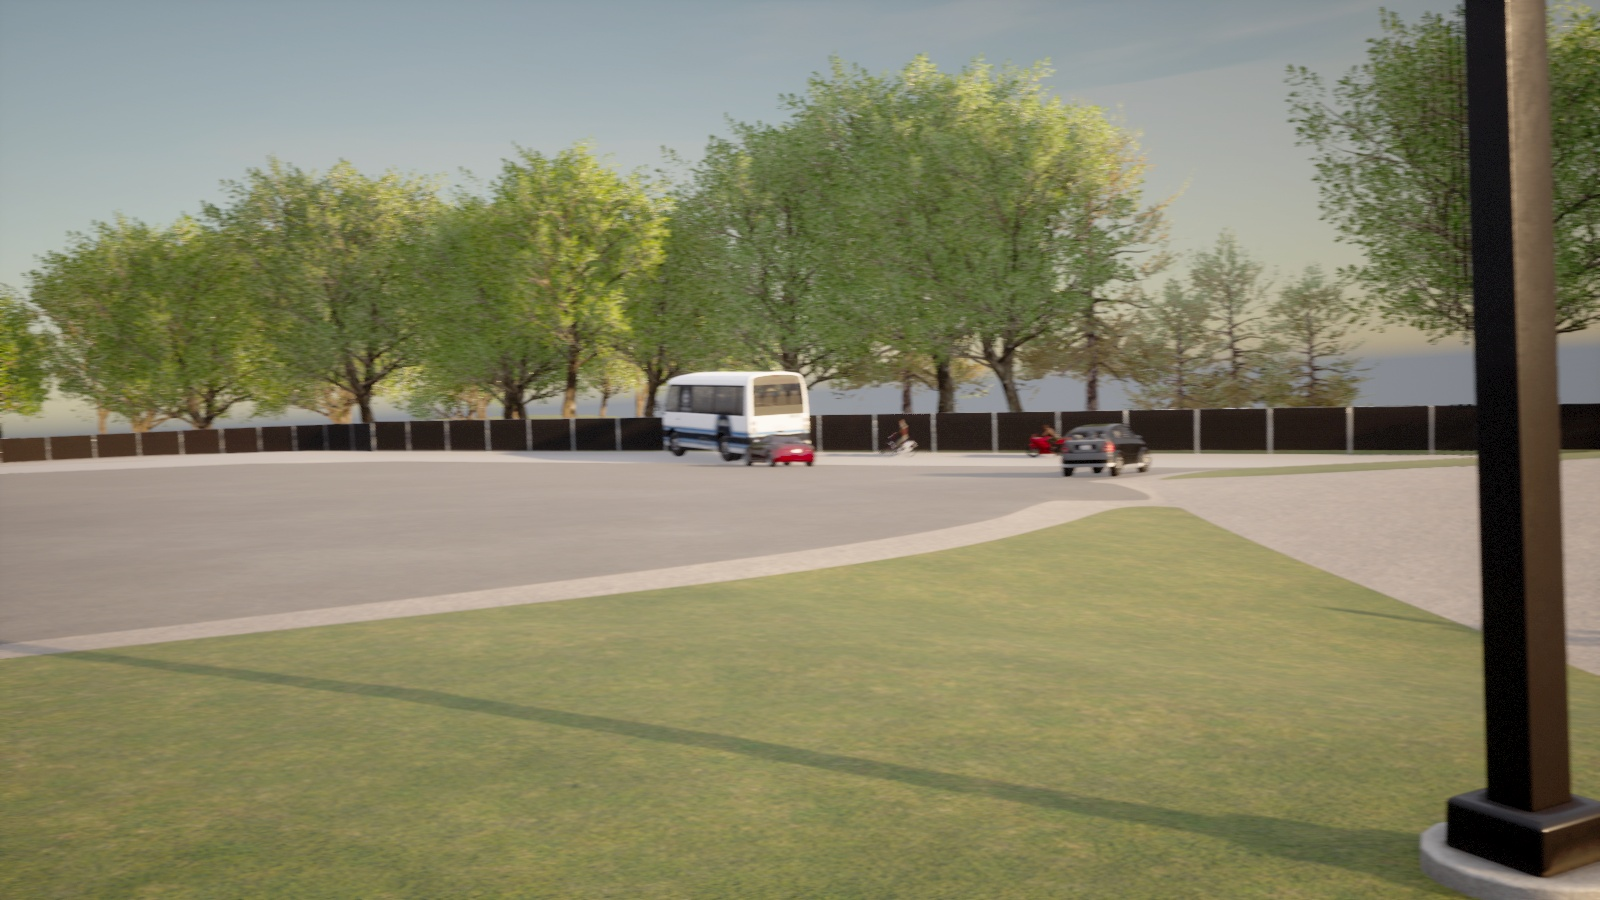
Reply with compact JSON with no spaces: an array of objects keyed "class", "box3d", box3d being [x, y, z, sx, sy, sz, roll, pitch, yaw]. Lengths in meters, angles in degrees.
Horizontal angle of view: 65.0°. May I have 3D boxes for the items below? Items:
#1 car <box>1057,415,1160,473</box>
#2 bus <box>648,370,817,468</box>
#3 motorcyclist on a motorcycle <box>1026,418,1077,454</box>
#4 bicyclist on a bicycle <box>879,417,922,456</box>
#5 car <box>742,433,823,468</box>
[{"class":"car","box3d":[9.355,-0.212,37.887,1.789,1.549,3.705,-3,0,33]},{"class":"bus","box3d":[-3.594,-1.692,62.733,3.944,4.253,10.273,-6,5,-30]},{"class":"motorcyclist on a motorcycle","box3d":[11.197,-0.636,55.979,2.044,1.523,0.797,-1,4,26]},{"class":"bicyclist on a bicycle","box3d":[4.754,-0.639,59.399,1.843,1.776,0.659,-1,4,29]},{"class":"car","box3d":[-0.806,0.022,53.075,1.994,1.385,4.181,-2,0,-22]}]
